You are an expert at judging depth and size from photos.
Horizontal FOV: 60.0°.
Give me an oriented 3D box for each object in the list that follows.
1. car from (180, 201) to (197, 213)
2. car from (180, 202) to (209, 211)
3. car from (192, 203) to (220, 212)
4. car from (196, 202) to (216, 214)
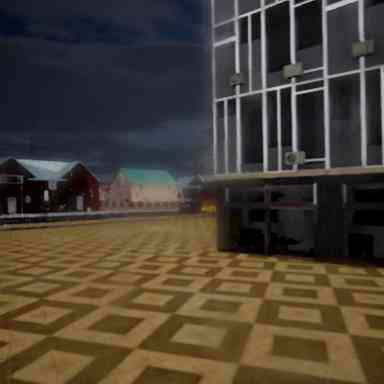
[{"bbox_3d":[0.373,2.122,47.954,2.097,1.767,4.553,-1,-2,44],"label":"car"},{"bbox_3d":[0.497,2.529,57.613,2.033,1.411,5.357,-1,-2,44],"label":"car"},{"bbox_3d":[2.356,2.512,54.856,1.895,1.301,4.718,-1,-2,44],"label":"car"},{"bbox_3d":[3.310,2.198,46.320,1.882,1.535,5.008,-1,-1,44],"label":"car"}]
